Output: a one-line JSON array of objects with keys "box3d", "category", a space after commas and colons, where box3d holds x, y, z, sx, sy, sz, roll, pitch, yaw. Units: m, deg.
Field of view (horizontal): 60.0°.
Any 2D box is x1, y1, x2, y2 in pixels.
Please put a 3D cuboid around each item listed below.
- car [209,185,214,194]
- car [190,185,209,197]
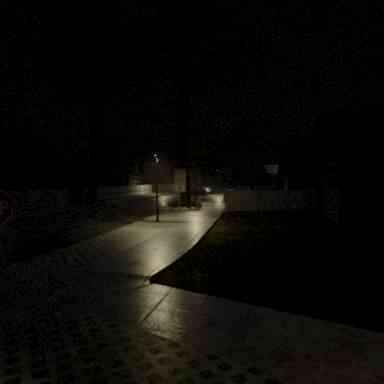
[{"box3d": [2.692, -0.448, 58.606, 1.812, 1.442, 4.674, 1, 2, 10], "category": "car"}, {"box3d": [0.909, -0.184, 48.842, 1.882, 1.535, 5.008, 1, 2, 10], "category": "car"}]
